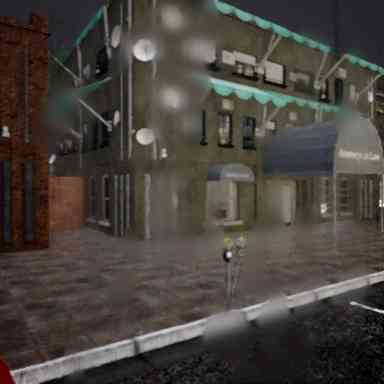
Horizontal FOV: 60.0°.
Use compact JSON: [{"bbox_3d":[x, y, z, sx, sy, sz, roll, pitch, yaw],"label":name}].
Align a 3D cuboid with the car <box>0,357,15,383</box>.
[{"bbox_3d":[-2.918,1.516,0.880,4.507,1.381,1.887,0,0,-34],"label":"car"}]
